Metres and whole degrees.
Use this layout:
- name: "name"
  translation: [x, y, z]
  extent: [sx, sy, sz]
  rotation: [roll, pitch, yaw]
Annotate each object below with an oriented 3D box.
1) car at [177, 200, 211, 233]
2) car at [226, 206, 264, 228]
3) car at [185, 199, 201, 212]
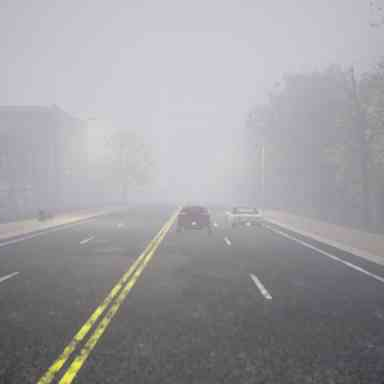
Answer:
- name: "car"
  translation: [0.104, 1.475, 19.754]
  extent: [1.882, 1.535, 5.008]
  rotation: [0, 0, 0]
- name: "car"
  translation: [3.356, 1.598, 22.027]
  extent: [1.895, 1.301, 4.718]
  rotation: [0, 0, 0]
- name: "car"
  translation: [0.109, 1.594, 39.898]
  extent: [1.895, 1.301, 4.718]
  rotation: [0, 0, 0]
